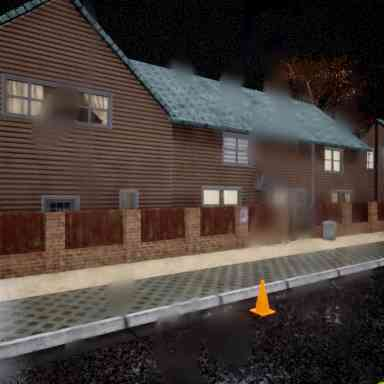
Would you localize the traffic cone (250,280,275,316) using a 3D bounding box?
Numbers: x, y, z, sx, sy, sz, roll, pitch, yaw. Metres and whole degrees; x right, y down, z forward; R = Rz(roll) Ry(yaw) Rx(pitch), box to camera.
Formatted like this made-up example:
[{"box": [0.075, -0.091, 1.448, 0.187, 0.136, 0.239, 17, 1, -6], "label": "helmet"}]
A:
[{"box": [1.324, 1.955, 6.247, 0.340, 0.580, 0.340, 0, 0, -34], "label": "traffic cone"}]
